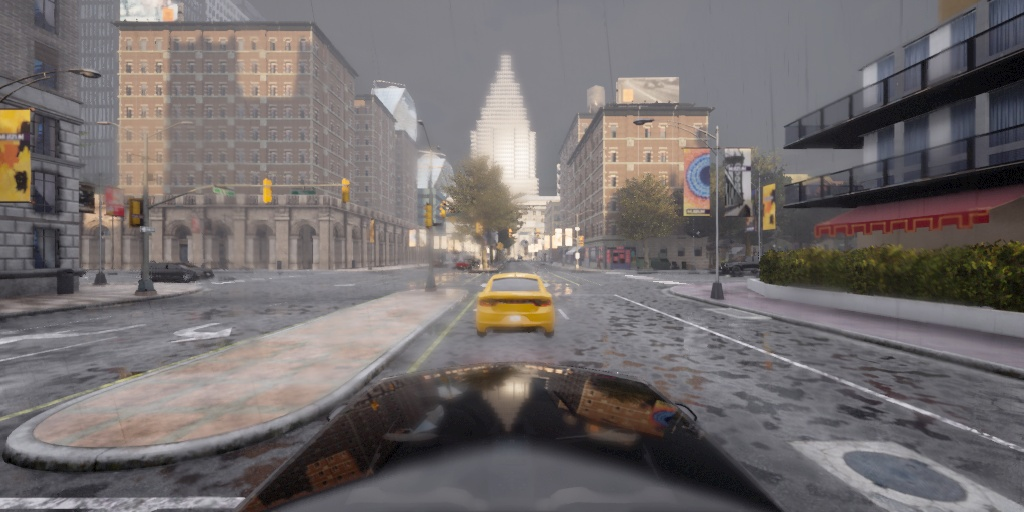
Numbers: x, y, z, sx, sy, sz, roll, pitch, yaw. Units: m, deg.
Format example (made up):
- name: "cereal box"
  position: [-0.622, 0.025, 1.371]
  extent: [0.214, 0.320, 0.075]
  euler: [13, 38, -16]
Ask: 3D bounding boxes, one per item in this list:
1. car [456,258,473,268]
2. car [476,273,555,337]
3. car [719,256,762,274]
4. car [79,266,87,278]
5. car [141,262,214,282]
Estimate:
- name: "car"
  position: [-7.999, 1.351, 59.114]
  extent: [1.895, 1.301, 4.718]
  euler: [0, 0, 0]
- name: "car"
  position: [0.093, 1.228, 10.374]
  extent: [1.882, 1.535, 5.008]
  euler: [0, 0, 0]
- name: "car"
  position: [26.005, 0.971, 39.721]
  extent: [5.566, 2.045, 2.150]
  euler: [0, 0, 0]
- name: "car"
  position: [-41.496, 1.102, 32.366]
  extent: [4.553, 1.767, 2.097]
  euler: [0, 0, 0]
- name: "car"
  position: [-26.900, 1.255, 28.897]
  extent: [4.892, 1.490, 1.837]
  euler: [0, 0, 0]
